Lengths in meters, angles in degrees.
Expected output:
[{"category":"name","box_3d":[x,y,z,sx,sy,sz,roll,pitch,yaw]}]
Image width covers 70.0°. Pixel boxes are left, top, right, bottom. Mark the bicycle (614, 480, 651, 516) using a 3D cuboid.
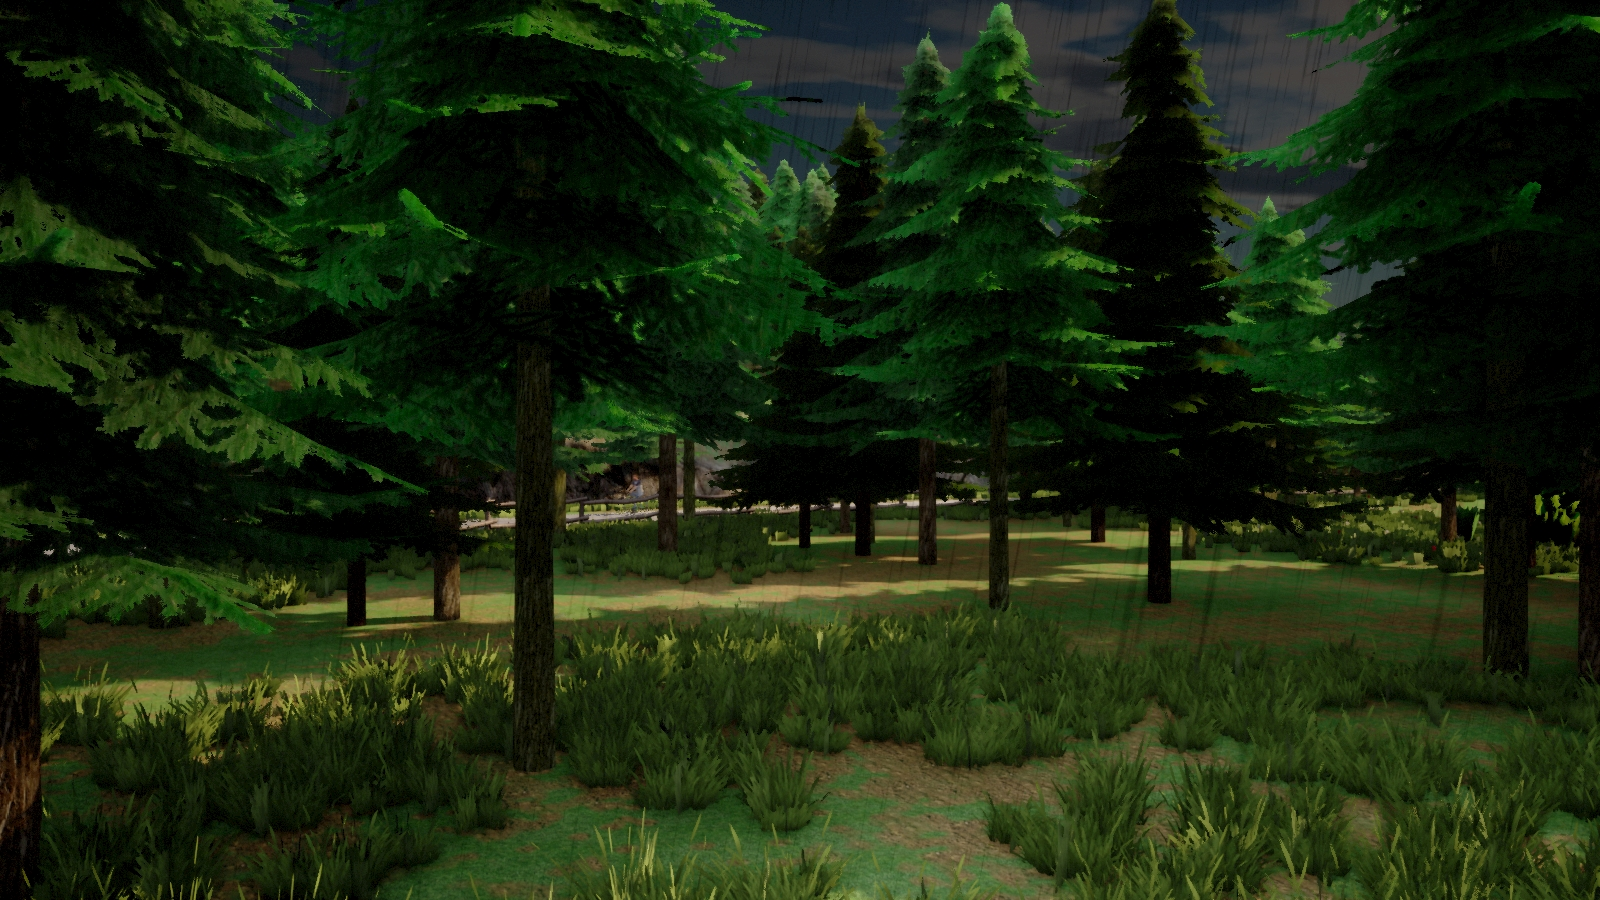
[{"category":"bicycle","box_3d":[-7.245,2.056,49.427,0.373,1.496,1.643,4,3,44]}]
